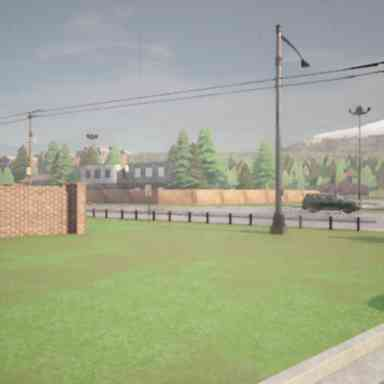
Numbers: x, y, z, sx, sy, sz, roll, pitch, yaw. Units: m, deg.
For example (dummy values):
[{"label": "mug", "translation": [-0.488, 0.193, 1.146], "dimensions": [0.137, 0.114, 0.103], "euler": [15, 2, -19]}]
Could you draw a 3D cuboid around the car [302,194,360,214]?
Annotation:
[{"label": "car", "translation": [14.423, 1.208, 34.761], "dimensions": [5.566, 2.045, 2.150], "euler": [0, 0, 29]}]

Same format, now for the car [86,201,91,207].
[{"label": "car", "translation": [-17.138, 1.541, 48.326], "dimensions": [5.357, 1.411, 2.033], "euler": [0, 0, 29]}]
